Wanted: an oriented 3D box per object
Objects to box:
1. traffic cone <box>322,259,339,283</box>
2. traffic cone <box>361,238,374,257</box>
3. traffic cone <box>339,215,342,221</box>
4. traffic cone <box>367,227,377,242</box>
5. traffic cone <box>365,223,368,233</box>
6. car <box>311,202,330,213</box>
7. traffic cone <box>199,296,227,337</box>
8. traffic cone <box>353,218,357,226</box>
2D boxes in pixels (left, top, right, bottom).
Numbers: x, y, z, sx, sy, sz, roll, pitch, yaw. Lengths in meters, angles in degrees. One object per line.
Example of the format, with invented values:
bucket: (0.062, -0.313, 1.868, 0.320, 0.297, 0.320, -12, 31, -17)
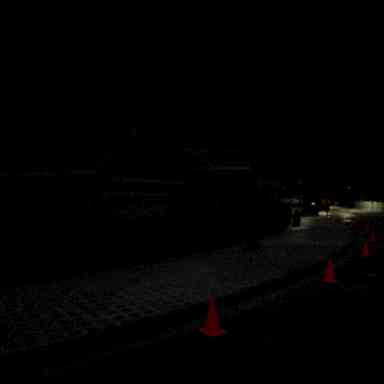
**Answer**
traffic cone: (3.691, 2.080, 8.874, 0.340, 0.580, 0.340, 0, -1, 41)
traffic cone: (6.588, 2.132, 12.589, 0.340, 0.580, 0.340, 0, -1, 35)
traffic cone: (13.423, 2.352, 30.024, 0.340, 0.580, 0.340, 0, -1, 9)
traffic cone: (9.038, 2.186, 16.614, 0.340, 0.580, 0.340, 0, -1, 28)
traffic cone: (11.009, 2.241, 20.894, 0.340, 0.580, 0.340, 0, -1, 21)
car: (18.146, 2.153, 47.376, 2.033, 1.411, 5.357, 0, -1, 8)
traffic cone: (0.353, 2.027, 5.543, 0.340, 0.580, 0.340, 1, -1, -36)
traffic cone: (12.473, 2.296, 25.372, 0.340, 0.580, 0.340, 0, -1, 15)
